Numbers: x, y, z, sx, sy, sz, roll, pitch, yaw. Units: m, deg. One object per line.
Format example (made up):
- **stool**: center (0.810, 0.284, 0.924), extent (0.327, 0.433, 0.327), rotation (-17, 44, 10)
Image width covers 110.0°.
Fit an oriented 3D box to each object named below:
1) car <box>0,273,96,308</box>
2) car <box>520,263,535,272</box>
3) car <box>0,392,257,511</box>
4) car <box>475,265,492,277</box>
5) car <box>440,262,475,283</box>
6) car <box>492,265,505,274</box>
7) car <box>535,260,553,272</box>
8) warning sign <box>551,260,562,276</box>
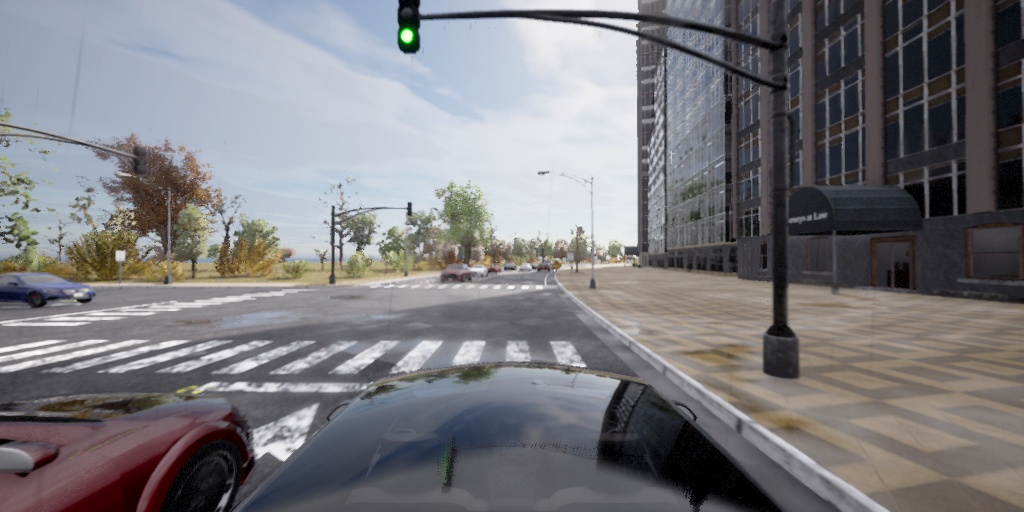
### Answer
- **car**: center (-21.732, 1.496, 16.213), extent (4.674, 1.442, 1.812), rotation (0, -1, 4)
- **car**: center (2.509, 2.064, 64.507), extent (1.812, 1.442, 4.674), rotation (0, -1, 10)
- **car**: center (-3.120, 1.308, 1.266), extent (1.994, 1.385, 4.181), rotation (0, -1, 0)
- **car**: center (-4.088, 1.790, 43.277), extent (1.812, 1.442, 4.674), rotation (0, -1, 7)
- **car**: center (-5.110, 1.489, 33.210), extent (2.097, 1.767, 4.553), rotation (0, -1, 5)
- **car**: center (-2.785, 1.993, 53.348), extent (1.895, 1.301, 4.718), rotation (0, -1, 8)
- **car**: center (5.803, 1.893, 64.489), extent (2.097, 1.767, 4.553), rotation (0, -1, 10)
- **warning sign**: center (5.247, 1.373, 42.181), extent (1.300, 1.860, 1.060), rotation (0, 0, 7)
